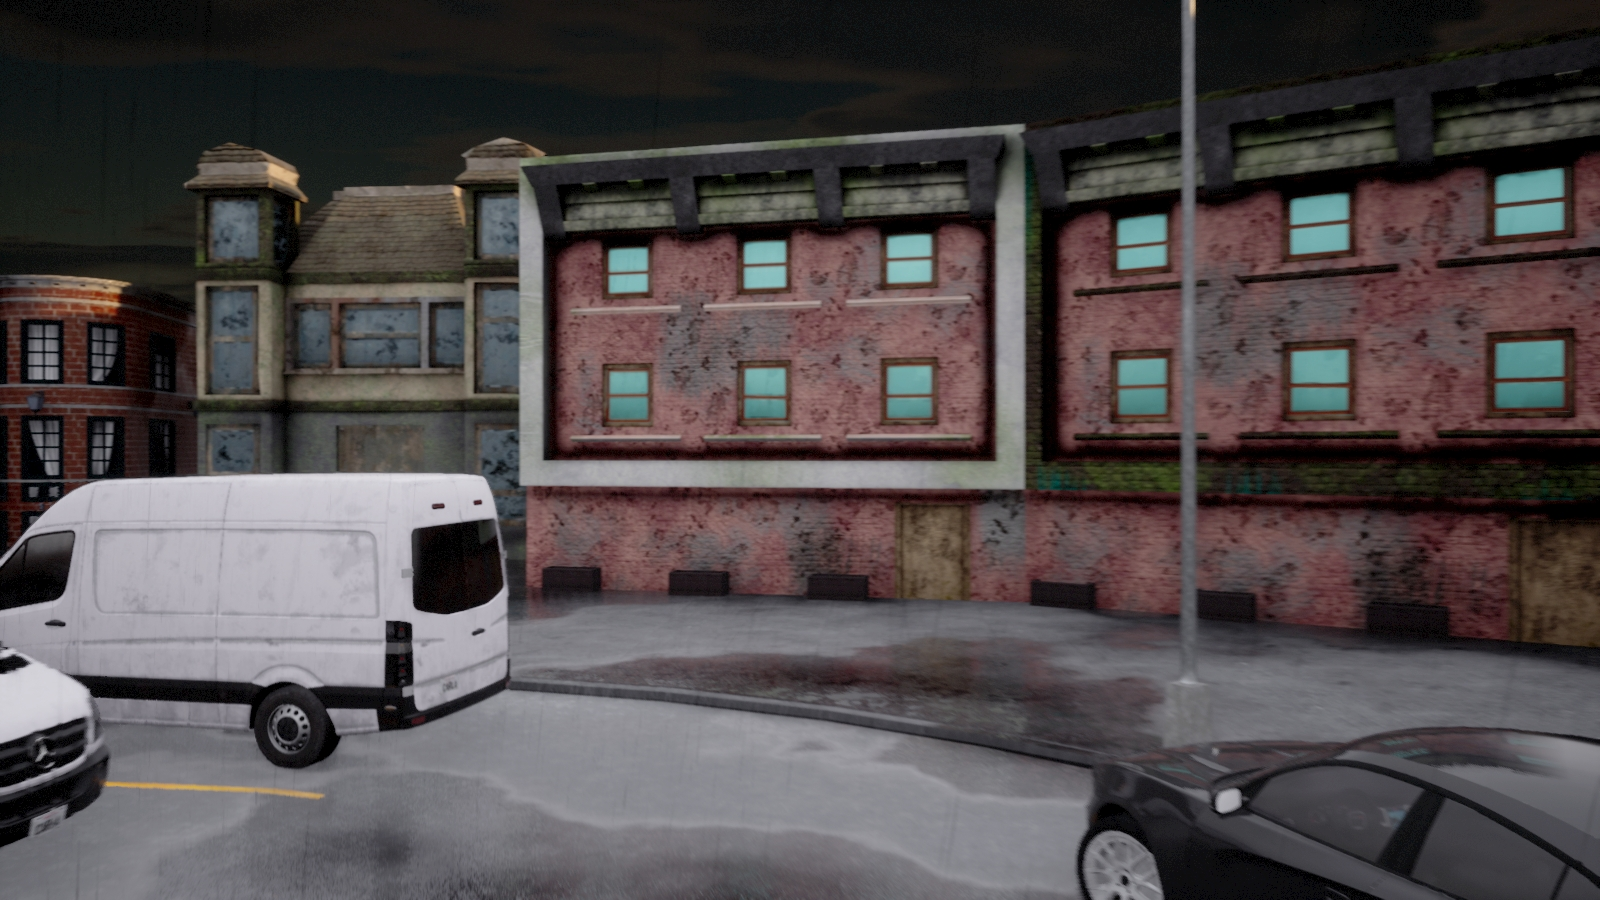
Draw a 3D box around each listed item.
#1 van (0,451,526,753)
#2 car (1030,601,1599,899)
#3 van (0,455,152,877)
[{"bbox_3d":[-5.920,1.314,11.412,5.915,2.561,1.988,0,0,14],"label":"van"},{"bbox_3d":[3.168,1.813,5.200,2.097,1.535,5.006,0,0,-16],"label":"car"},{"bbox_3d":[-7.782,1.318,7.619,5.915,2.561,1.988,0,0,4],"label":"van"}]
